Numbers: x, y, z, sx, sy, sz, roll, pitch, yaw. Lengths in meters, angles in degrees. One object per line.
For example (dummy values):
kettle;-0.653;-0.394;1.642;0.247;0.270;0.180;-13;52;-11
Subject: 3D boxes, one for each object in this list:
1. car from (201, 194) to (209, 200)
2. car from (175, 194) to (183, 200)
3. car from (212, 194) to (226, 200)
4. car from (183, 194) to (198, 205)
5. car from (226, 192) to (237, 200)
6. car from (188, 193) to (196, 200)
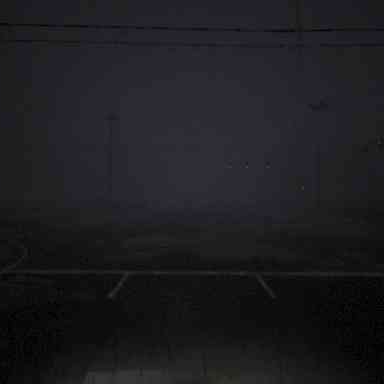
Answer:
car;3.495;1.416;87.253;1.837;1.490;4.892;0;0;0
car;-3.505;1.417;87.320;1.837;1.490;4.892;0;0;0
car;6.995;1.272;87.225;2.097;1.767;4.553;0;0;0
car;-0.003;1.509;57.212;1.994;1.385;4.181;0;0;0
car;10.495;1.142;86.933;2.150;2.045;5.566;0;0;0
car;-0.005;1.272;87.300;2.097;1.767;4.553;0;0;0
